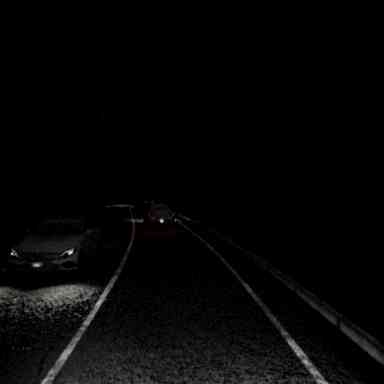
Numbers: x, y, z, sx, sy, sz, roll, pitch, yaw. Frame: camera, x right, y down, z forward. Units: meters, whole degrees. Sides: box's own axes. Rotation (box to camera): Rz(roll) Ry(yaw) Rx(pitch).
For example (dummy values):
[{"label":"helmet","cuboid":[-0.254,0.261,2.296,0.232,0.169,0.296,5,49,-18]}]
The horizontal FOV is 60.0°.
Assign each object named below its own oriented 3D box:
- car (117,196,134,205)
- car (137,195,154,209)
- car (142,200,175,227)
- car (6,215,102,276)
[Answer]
[{"label":"car","cuboid":[-10.311,1.308,51.624,1.895,1.301,4.718,0,0,-2]},{"label":"car","cuboid":[-5.810,1.171,41.502,2.097,1.767,4.553,1,0,-9]},{"label":"car","cuboid":[-2.226,1.490,22.311,1.812,1.442,4.674,1,0,-10]},{"label":"car","cuboid":[-4.027,1.504,10.467,1.812,1.442,4.674,0,0,-6]}]
